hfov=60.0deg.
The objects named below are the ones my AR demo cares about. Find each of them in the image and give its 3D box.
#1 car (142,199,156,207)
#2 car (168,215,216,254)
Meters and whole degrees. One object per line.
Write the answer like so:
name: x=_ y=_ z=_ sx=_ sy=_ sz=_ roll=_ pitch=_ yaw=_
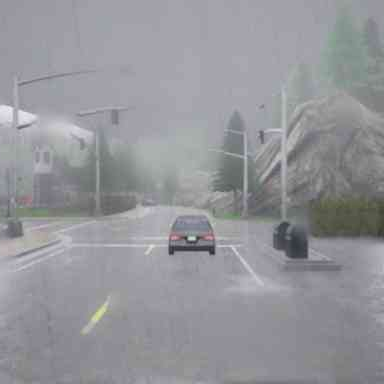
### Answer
car: x=-8.378 y=2.111 z=64.977 sx=1.837 sy=1.490 sz=4.892 roll=1 pitch=-1 yaw=-22
car: x=-0.001 y=1.679 z=13.993 sx=2.033 sy=1.411 sz=5.357 roll=0 pitch=-1 yaw=0
